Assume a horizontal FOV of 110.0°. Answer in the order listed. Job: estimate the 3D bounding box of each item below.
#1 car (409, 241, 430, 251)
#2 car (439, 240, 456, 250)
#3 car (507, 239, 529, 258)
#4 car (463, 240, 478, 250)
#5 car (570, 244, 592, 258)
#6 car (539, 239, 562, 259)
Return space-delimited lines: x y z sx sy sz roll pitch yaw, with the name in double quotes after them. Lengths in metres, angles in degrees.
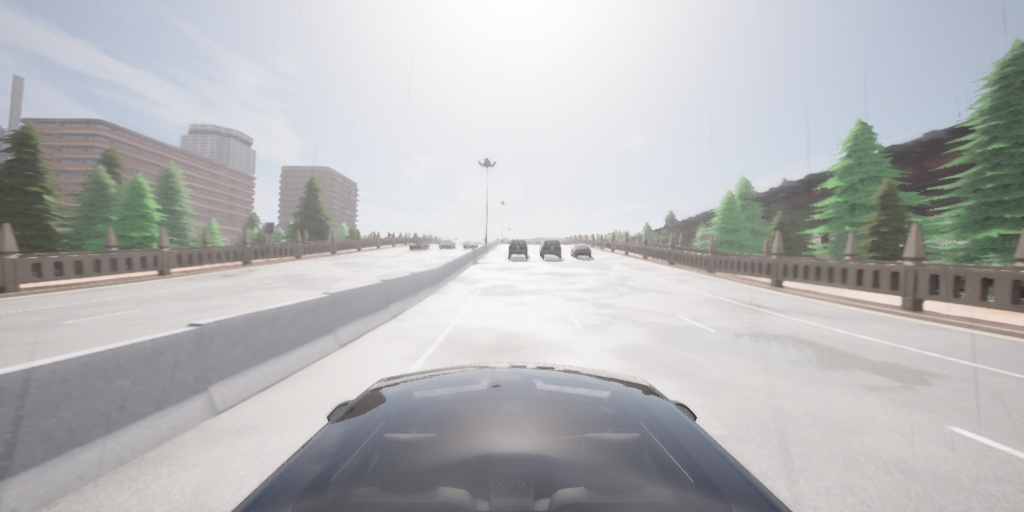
-13.273 -1.443 51.443 1.895 1.301 4.718 1 4 1 "car"
-9.728 -1.723 54.192 1.882 1.535 5.008 1 4 1 "car"
0.684 -0.875 39.426 2.150 2.045 5.566 1 4 1 "car"
-6.234 -1.666 54.000 2.128 1.511 4.902 1 4 1 "car"
7.694 -0.588 40.279 1.837 1.490 4.892 1 4 1 "car"
4.183 -0.847 39.466 2.150 2.045 5.566 1 4 1 "car"
